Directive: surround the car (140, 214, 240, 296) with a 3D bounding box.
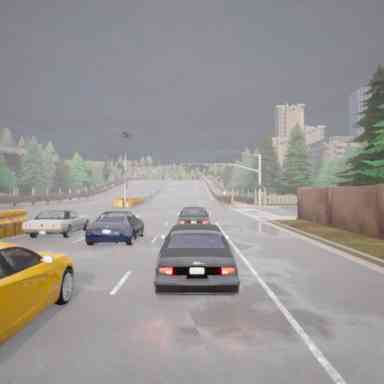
[{"bbox_3d":[0.092,1.545,8.827,2.033,1.411,5.357,0,0,0],"label":"car"}]

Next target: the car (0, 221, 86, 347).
[{"bbox_3d":[-3.404,1.476,5.043,1.882,1.535,5.008,0,0,0],"label":"car"}]

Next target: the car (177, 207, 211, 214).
[{"bbox_3d":[0.105,1.543,18.893,2.033,1.411,5.357,0,0,1],"label":"car"}]

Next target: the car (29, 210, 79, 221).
[{"bbox_3d":[-6.916,1.597,17.603,1.895,1.301,4.718,0,0,0],"label":"car"}]

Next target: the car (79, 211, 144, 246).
[{"bbox_3d":[-3.420,1.560,15.374,1.994,1.385,4.181,0,0,0],"label":"car"}]
